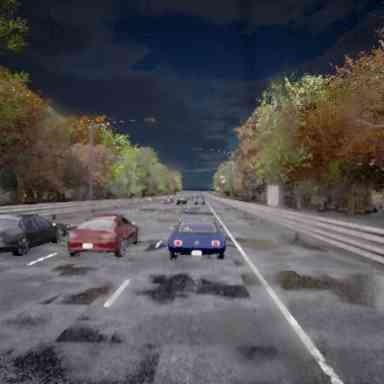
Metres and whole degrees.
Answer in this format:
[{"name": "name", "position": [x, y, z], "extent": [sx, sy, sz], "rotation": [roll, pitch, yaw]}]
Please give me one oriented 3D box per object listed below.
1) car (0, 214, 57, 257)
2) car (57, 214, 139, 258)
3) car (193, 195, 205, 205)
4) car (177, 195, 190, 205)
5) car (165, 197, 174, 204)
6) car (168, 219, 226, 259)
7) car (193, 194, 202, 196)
[{"name": "car", "position": [-6.784, 1.572, 13.050], "extent": [2.033, 1.411, 5.357], "rotation": [0, 0, 1]}, {"name": "car", "position": [-3.285, 1.580, 12.962], "extent": [1.812, 1.442, 4.674], "rotation": [0, 0, 1]}, {"name": "car", "position": [1.671, 1.959, 69.904], "extent": [1.994, 1.385, 4.181], "rotation": [0, 0, 1]}, {"name": "car", "position": [-1.927, 1.835, 66.209], "extent": [1.882, 1.535, 5.008], "rotation": [0, 0, 1]}, {"name": "car", "position": [-5.172, 1.901, 76.106], "extent": [2.128, 1.511, 4.902], "rotation": [0, 0, 1]}, {"name": "car", "position": [0.214, 1.685, 12.875], "extent": [1.895, 1.301, 4.718], "rotation": [0, 0, 1]}, {"name": "car", "position": [2.148, 1.720, 88.466], "extent": [2.150, 2.045, 5.566], "rotation": [0, 0, 1]}]
